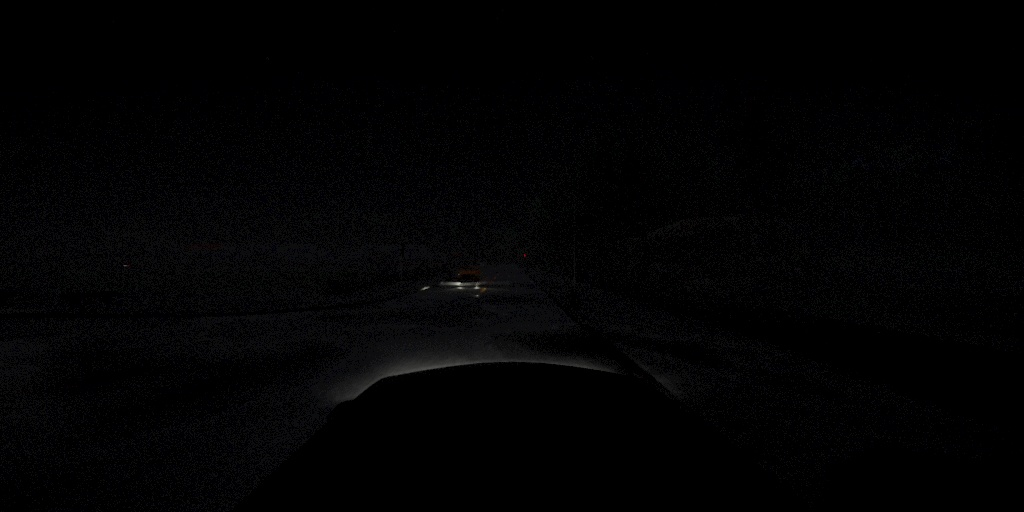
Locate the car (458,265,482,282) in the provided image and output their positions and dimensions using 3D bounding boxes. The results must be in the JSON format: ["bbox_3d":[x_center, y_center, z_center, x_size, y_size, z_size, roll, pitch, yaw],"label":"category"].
[{"bbox_3d":[-4.004,1.669,34.570,1.882,1.535,5.008,0,-1,0],"label":"car"}]
